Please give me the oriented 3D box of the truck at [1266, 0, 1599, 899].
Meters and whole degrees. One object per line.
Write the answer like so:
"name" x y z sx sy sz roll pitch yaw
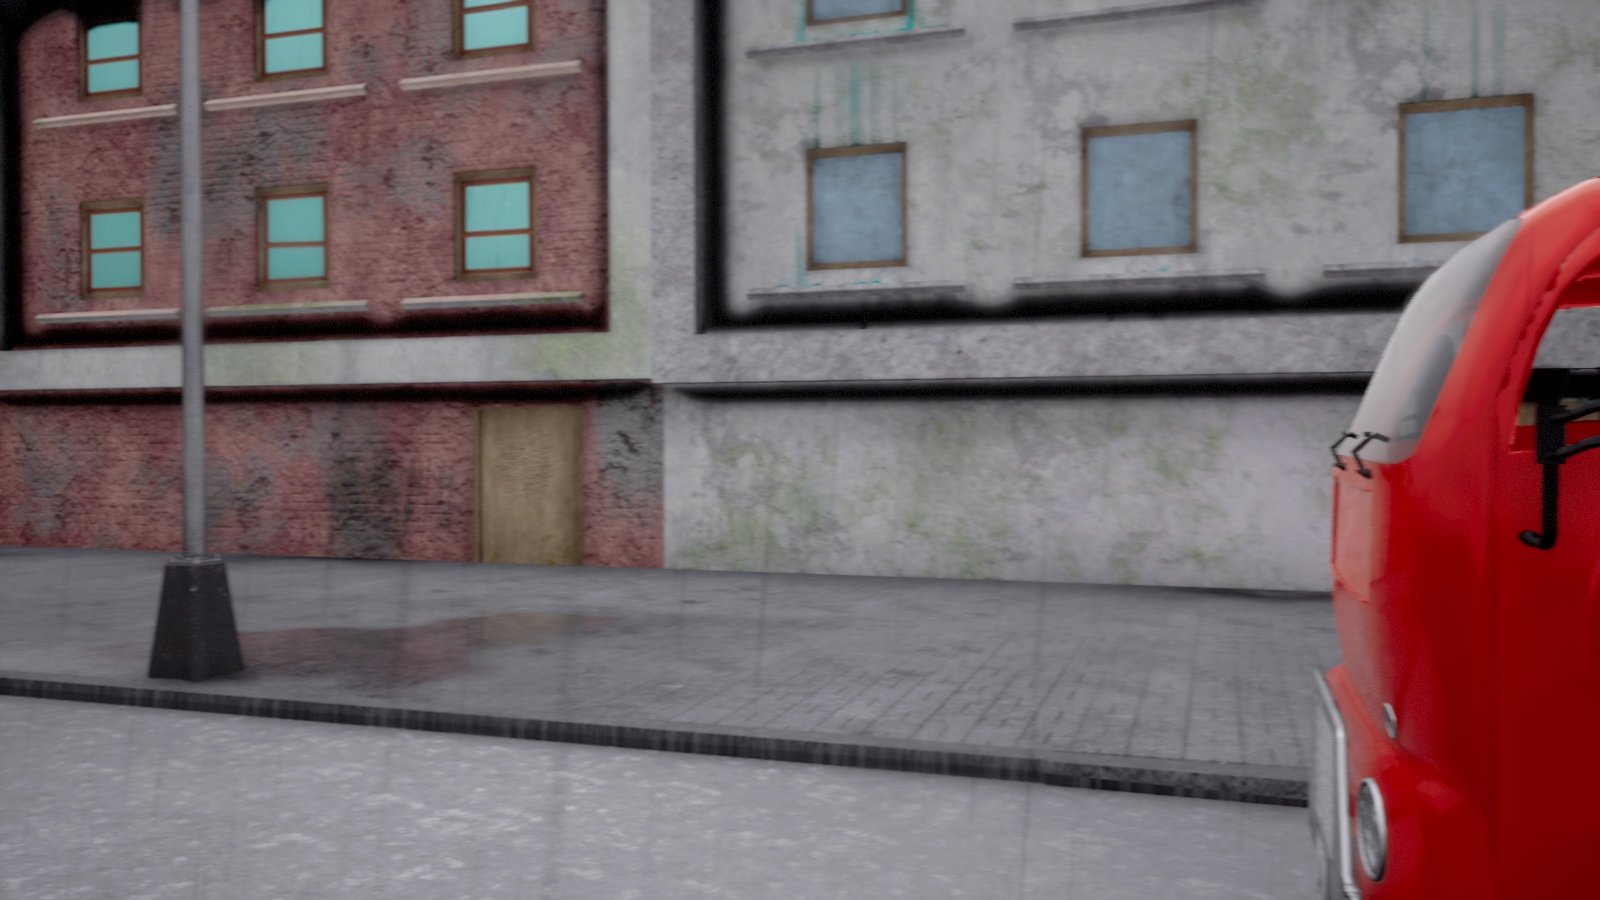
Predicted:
"truck" 3.749 0.315 2.463 5.204 2.467 2.627 1 1 18
